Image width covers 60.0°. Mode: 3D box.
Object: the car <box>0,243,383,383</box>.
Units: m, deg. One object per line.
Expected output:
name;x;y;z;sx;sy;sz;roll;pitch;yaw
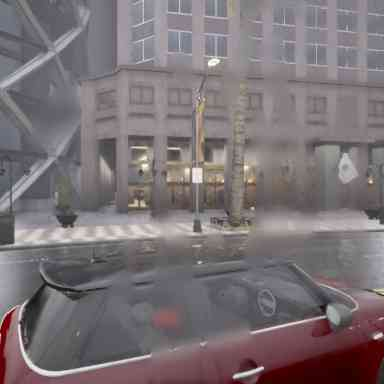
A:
car;0.417;1.352;3.503;4.553;1.767;2.097;0;0;-28
